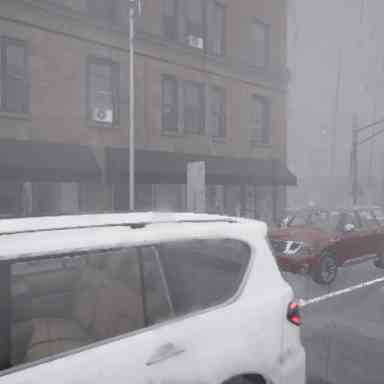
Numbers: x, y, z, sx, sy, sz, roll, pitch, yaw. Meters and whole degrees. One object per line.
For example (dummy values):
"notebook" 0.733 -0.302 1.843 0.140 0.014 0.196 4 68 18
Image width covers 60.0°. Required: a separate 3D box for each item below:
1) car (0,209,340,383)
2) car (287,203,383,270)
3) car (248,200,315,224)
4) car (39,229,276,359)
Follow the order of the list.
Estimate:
"car" -1.581 1.222 2.253 5.566 2.045 2.150 0 0 -35
"car" 4.008 1.315 9.618 5.009 1.841 2.192 0 0 -35
"car" 6.813 1.486 25.884 1.882 1.535 5.008 0 0 -35
"car" -0.491 1.582 6.414 4.206 1.307 1.802 0 0 -35
